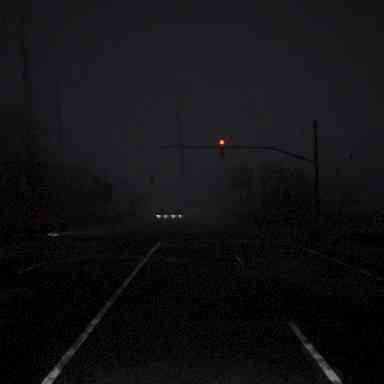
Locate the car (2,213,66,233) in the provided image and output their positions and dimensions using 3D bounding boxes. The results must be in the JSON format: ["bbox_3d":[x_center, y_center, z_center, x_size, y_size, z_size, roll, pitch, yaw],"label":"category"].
[{"bbox_3d":[-12.786,2.463,27.045,5.008,1.535,1.882,0,-3,6],"label":"car"}]

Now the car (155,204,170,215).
[{"bbox_3d":[-6.948,4.435,78.288,2.097,1.767,4.553,0,-1,0],"label":"car"}]

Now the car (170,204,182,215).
[{"bbox_3d":[-3.448,4.306,78.241,2.150,2.045,5.566,0,-1,0],"label":"car"}]
